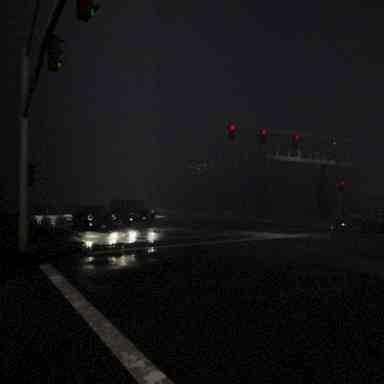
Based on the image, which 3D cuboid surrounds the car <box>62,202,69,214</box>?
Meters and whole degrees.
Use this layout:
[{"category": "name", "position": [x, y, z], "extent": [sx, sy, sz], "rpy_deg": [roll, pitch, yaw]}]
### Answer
[{"category": "car", "position": [-15.539, 2.068, 43.182], "extent": [1.837, 1.490, 4.892], "rpy_deg": [1, -1, -33]}]

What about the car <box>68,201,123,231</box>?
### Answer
[{"category": "car", "position": [-6.885, 1.665, 23.346], "extent": [2.097, 1.767, 4.553], "rpy_deg": [1, -1, -33]}]

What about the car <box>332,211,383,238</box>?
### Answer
[{"category": "car", "position": [10.702, 1.836, 19.104], "extent": [4.902, 1.511, 2.128], "rpy_deg": [0, 0, 12]}]

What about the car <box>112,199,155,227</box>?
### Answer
[{"category": "car", "position": [-5.039, 1.596, 26.936], "extent": [2.150, 2.045, 5.566], "rpy_deg": [1, -1, -33]}]

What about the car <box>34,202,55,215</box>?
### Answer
[{"category": "car", "position": [-18.048, 2.016, 40.613], "extent": [1.837, 1.490, 4.892], "rpy_deg": [1, -1, -33]}]
